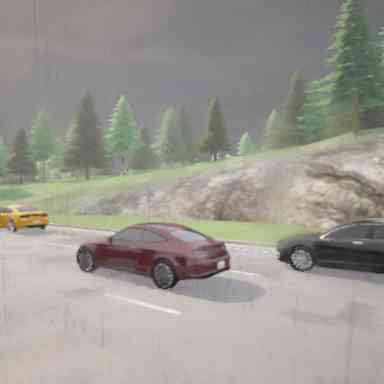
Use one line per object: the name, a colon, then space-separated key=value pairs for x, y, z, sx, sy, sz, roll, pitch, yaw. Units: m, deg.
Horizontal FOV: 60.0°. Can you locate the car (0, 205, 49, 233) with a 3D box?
car: x=-10.815 y=1.552 z=20.412 sx=5.008 sy=1.535 sz=1.882 roll=0 pitch=0 yaw=37

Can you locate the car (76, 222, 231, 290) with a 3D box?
car: x=-1.191 y=1.548 z=9.137 sx=4.674 sy=1.442 sz=1.812 roll=0 pitch=0 yaw=35

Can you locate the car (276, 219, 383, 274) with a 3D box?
car: x=4.781 y=1.510 z=9.180 sx=4.892 sy=1.490 sz=1.837 roll=0 pitch=0 yaw=35
